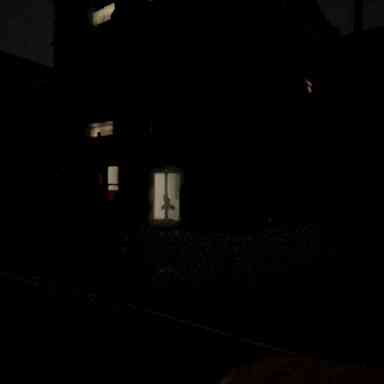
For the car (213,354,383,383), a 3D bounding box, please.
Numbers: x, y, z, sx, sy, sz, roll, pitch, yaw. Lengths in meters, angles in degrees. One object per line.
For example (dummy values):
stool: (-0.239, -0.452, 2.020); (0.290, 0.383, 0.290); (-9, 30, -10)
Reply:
car: (2.050, 1.536, 1.408); (4.829, 1.417, 1.752); (1, 1, 36)
